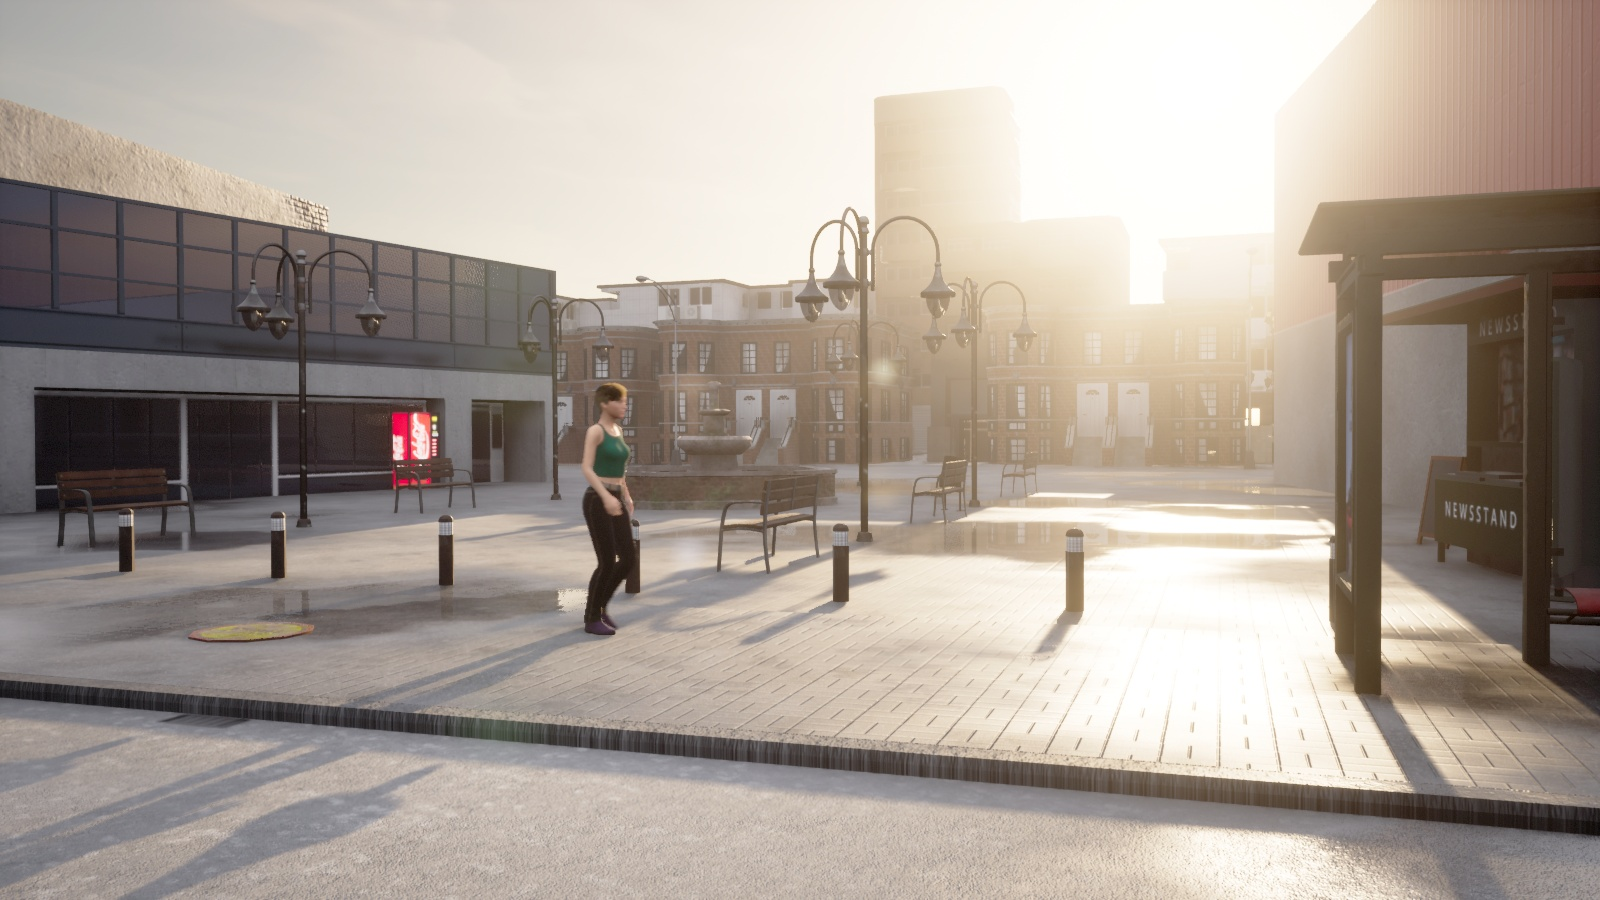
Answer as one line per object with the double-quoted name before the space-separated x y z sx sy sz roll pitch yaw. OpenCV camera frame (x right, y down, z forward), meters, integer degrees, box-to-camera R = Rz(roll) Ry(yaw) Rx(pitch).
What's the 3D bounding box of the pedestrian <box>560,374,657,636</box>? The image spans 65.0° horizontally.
"pedestrian" -1.381 0.381 9.053 0.594 1.836 0.345 1 1 23
